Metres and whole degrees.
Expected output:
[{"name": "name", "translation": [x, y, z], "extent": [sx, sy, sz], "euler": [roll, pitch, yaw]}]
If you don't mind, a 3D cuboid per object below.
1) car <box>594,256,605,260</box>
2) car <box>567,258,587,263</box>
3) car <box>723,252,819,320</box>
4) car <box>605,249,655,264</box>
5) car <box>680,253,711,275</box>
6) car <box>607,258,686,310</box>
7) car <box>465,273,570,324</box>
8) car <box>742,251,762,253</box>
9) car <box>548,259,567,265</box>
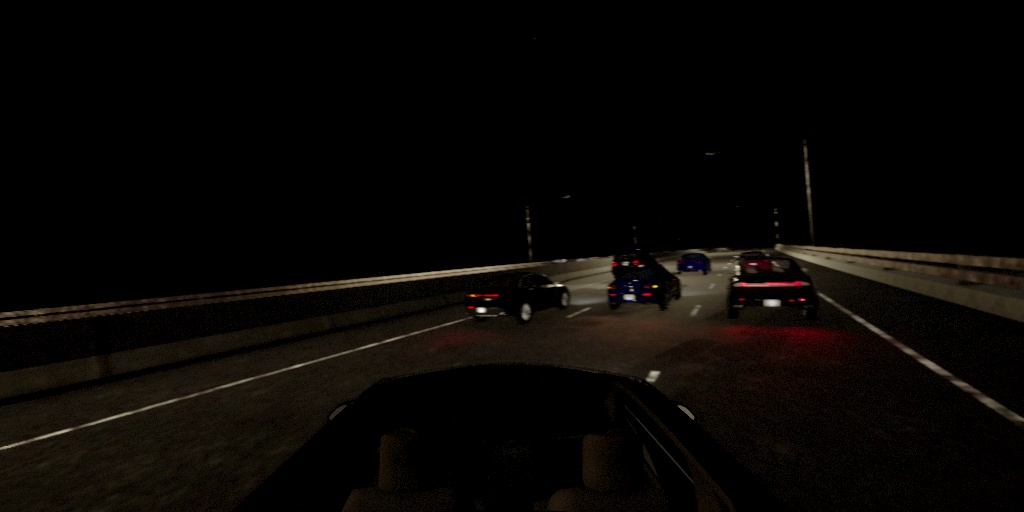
[{"name": "car", "translation": [12.994, 0.793, 51.365], "extent": [1.882, 1.535, 5.008], "euler": [-5, -1, 34]}, {"name": "car", "translation": [10.488, 1.087, 53.879], "extent": [1.994, 1.385, 4.181], "euler": [-5, -1, 34]}, {"name": "car", "translation": [7.249, 0.795, 10.260], "extent": [2.128, 1.511, 4.902], "euler": [-5, -1, 33]}, {"name": "car", "translation": [8.876, 0.564, 25.783], "extent": [2.150, 2.045, 5.566], "euler": [-5, 0, 33]}, {"name": "car", "translation": [13.218, 0.506, 26.003], "extent": [1.882, 1.535, 5.008], "euler": [-5, -1, 33]}, {"name": "car", "translation": [4.841, 1.030, 12.965], "extent": [1.812, 1.442, 4.674], "euler": [-5, -1, 33]}, {"name": "car", "translation": [0.401, 1.321, 12.519], "extent": [1.837, 1.490, 4.892], "euler": [-4, -2, 33]}, {"name": "car", "translation": [15.690, 0.387, 23.397], "extent": [1.994, 1.385, 4.181], "euler": [-5, -1, 33]}, {"name": "car", "translation": [7.235, 1.265, 55.303], "extent": [2.128, 1.511, 4.902], "euler": [-5, -1, 34]}]
